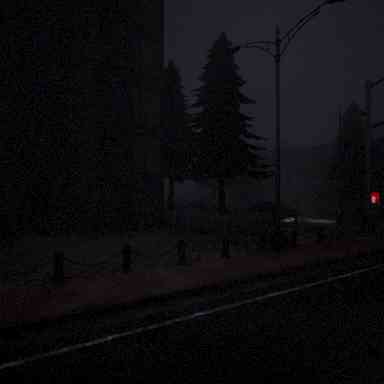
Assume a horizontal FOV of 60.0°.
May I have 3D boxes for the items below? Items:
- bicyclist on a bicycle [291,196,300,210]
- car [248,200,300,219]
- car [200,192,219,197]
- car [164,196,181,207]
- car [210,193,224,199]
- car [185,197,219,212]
[{"bbox_3d":[11.403,1.316,36.604,1.656,1.620,0.582,0,0,-37],"label":"bicyclist on a bicycle"},{"bbox_3d":[7.232,1.493,29.722,1.882,1.535,5.008,0,0,-37],"label":"car"},{"bbox_3d":[5.073,1.112,92.407,1.932,1.855,4.605,0,0,-37],"label":"car"},{"bbox_3d":[-3.666,1.616,50.411,1.895,1.301,4.718,0,0,-34],"label":"car"},{"bbox_3d":[7.161,1.092,94.470,1.905,1.878,3.866,0,0,-37],"label":"car"},{"bbox_3d":[1.230,1.579,37.672,1.994,1.385,4.181,0,0,-37],"label":"car"}]
